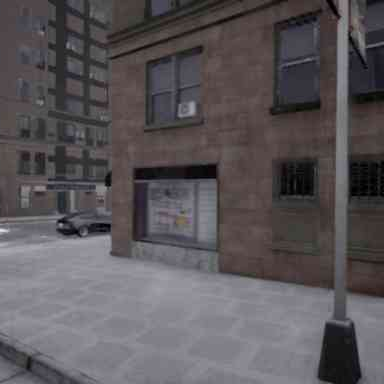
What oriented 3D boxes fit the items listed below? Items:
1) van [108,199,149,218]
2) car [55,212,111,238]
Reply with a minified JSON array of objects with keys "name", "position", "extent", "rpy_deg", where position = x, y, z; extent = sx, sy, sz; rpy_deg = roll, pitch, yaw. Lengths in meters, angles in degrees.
[{"name":"van","position":[-6.365,1.620,33.605],"extent":[1.690,1.788,3.998],"rpy_deg":[0,0,36]},{"name":"car","position":[-5.892,1.841,19.700],"extent":[1.947,1.339,4.313],"rpy_deg":[0,0,36]}]
